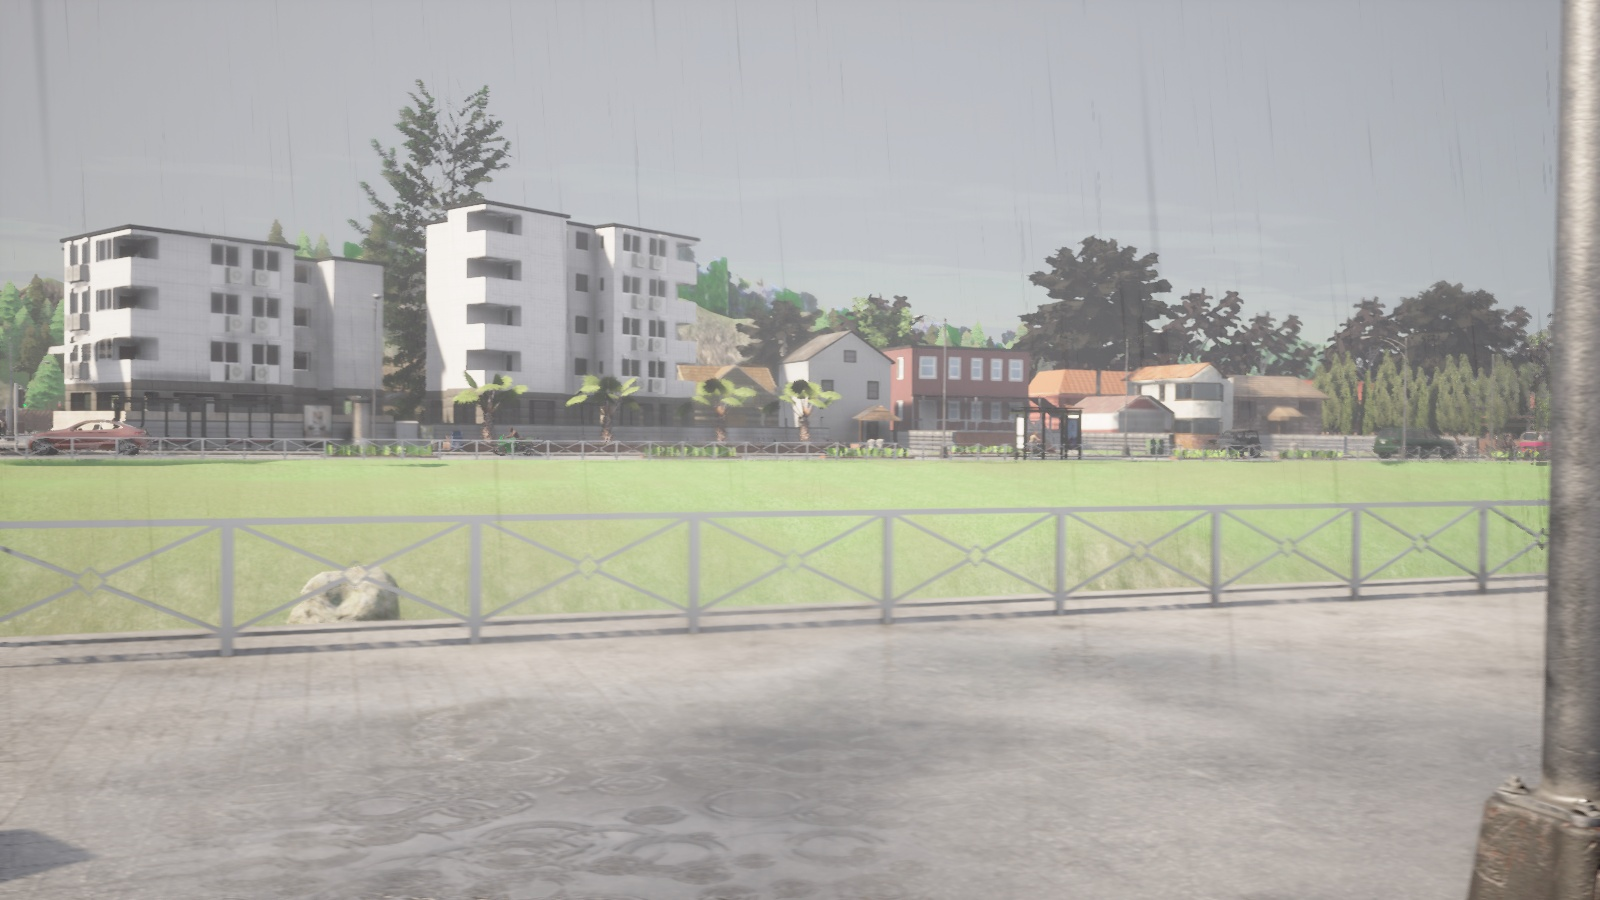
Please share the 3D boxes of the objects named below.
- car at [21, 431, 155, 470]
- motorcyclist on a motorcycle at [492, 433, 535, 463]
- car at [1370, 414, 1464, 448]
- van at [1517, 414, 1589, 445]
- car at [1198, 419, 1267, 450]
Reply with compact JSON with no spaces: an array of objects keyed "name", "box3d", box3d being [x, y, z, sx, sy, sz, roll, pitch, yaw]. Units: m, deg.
[{"name":"car","box3d":[-32.489,-0.007,57.455,5.027,1.651,2.152,-1,1,-21]},{"name":"motorcyclist on a motorcycle","box3d":[-14.655,-0.107,64.223,2.044,1.523,0.797,-1,1,-21]},{"name":"car","box3d":[39.544,-1.221,80.505,5.566,2.045,2.150,-1,1,-21]},{"name":"van","box3d":[50.847,-1.379,84.793,4.442,1.987,1.775,-1,1,-21]},{"name":"car","box3d":[27.654,-1.011,80.273,3.866,1.878,1.905,-1,1,-21]}]
